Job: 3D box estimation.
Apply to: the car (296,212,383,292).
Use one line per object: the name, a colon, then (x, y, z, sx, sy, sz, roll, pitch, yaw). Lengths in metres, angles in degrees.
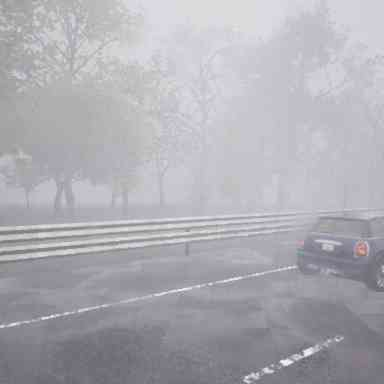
car: (5.001, 1.354, 9.196, 4.553, 1.767, 2.097, 0, 0, -35)
